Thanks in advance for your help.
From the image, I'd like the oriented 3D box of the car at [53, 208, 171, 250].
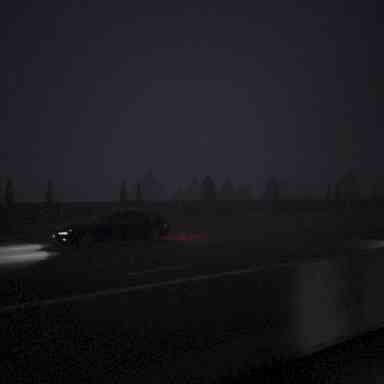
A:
[{"bbox_3d":[-3.259,1.462,14.115,4.892,1.490,1.837,0,0,-32],"label":"car"}]
